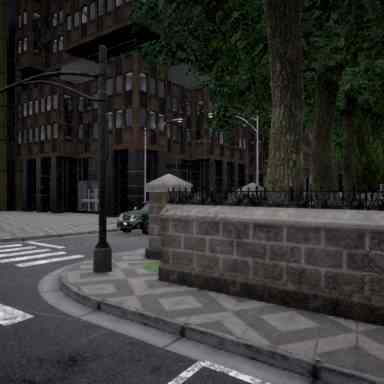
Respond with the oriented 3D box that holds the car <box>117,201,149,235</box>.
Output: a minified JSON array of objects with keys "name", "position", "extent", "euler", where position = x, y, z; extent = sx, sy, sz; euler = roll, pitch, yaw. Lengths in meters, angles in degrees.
[{"name":"car","position":[-2.367,1.585,21.998],"extent":[2.150,2.045,5.566],"euler":[0,-1,35]}]
